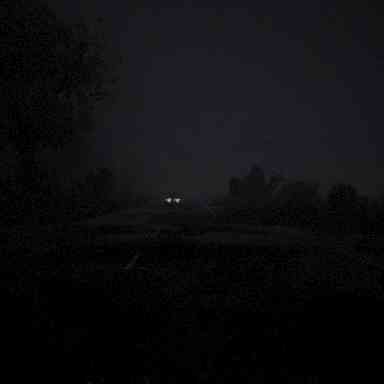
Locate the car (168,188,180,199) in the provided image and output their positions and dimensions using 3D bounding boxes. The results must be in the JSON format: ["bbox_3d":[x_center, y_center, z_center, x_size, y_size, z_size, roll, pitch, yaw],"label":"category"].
[{"bbox_3d":[-3.500,0.300,65.232,2.150,2.045,5.566,0,1,0],"label":"car"}]
